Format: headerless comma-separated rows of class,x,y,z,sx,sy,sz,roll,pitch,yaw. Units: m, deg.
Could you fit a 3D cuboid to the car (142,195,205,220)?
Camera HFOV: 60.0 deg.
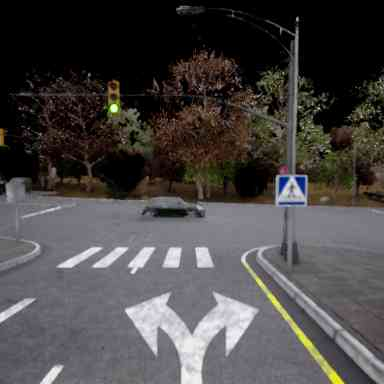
car,-1.310,1.050,24.399,4.553,1.767,2.097,0,4,4

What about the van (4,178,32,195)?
van,-20.321,-0.679,39.428,1.878,1.987,4.442,1,4,-14

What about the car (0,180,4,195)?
car,-23.291,-0.700,39.823,2.185,1.767,4.553,1,4,-13
